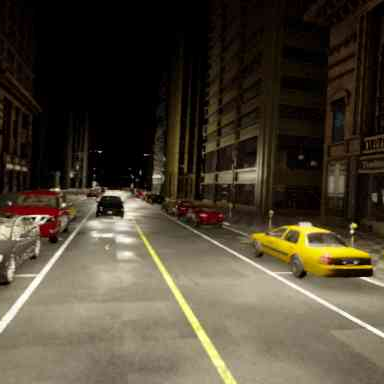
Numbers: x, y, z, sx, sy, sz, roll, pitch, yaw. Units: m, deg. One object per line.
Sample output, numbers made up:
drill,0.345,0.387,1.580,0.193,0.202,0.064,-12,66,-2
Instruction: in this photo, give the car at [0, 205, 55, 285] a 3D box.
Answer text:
car,-4.914,1.229,8.175,2.008,1.369,4.403,3,0,-14

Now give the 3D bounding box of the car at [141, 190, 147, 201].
car,-5.819,0.861,48.420,1.887,1.381,4.507,3,0,-14

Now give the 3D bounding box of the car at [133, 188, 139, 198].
car,-9.742,0.305,64.805,2.192,1.841,5.009,3,0,-14

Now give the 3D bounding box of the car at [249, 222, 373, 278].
car,3.323,1.612,10.348,1.752,1.417,4.829,3,0,-14

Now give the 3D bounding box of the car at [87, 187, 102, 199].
car,-15.407,0.377,51.872,1.802,1.307,4.206,3,0,-14

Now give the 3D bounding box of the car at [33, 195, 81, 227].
car,-7.495,0.983,18.934,1.752,1.417,4.829,3,0,-14

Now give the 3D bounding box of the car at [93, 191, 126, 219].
car,-5.779,0.986,23.613,1.882,1.535,5.008,3,0,-14

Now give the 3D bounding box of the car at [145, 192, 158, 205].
car,-4.508,0.991,42.958,1.947,1.339,4.313,3,0,-14

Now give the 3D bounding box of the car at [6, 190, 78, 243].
car,-6.213,0.881,13.635,2.192,1.841,5.009,3,0,-14

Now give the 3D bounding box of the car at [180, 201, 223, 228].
car,0.737,1.448,21.108,1.802,1.307,4.206,3,0,-14

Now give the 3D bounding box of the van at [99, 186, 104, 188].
van,-18.017,-0.081,62.794,1.690,1.788,3.998,3,0,-14

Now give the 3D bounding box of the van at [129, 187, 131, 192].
van,-13.678,0.007,81.194,1.690,1.788,3.998,3,0,-14

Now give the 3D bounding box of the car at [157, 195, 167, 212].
car,-1.923,1.166,32.197,1.752,1.417,4.829,3,0,-14

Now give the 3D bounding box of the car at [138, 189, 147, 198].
car,-7.125,0.648,53.881,1.967,1.590,4.097,3,0,-14

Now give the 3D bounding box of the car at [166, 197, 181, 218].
car,-0.575,1.336,26.570,1.802,1.307,4.206,3,0,-14

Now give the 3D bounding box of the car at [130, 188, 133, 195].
car,-12.377,0.324,75.732,2.008,1.369,4.403,3,0,-14

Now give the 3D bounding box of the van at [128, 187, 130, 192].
van,-14.990,-0.101,86.656,1.690,1.788,3.998,3,0,-14

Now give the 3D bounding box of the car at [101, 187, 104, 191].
car,-16.717,0.253,57.334,1.947,1.339,4.313,3,0,-14
